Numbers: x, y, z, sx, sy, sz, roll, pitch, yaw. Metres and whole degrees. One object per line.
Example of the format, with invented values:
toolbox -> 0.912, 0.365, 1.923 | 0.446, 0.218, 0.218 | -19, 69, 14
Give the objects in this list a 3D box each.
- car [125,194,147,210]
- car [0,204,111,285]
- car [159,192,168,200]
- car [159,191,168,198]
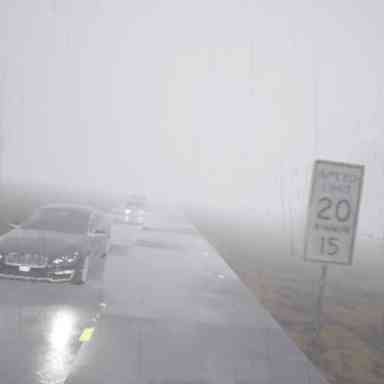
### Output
car -> -5.407, 0.931, 32.965 | 2.033, 1.411, 5.357 | 7, 0, -5
car -> -3.229, 1.118, 8.467 | 1.837, 1.490, 4.892 | 7, 0, -5
car -> -6.027, 0.817, 71.286 | 1.837, 1.490, 4.892 | 7, 0, -5
car -> -7.424, 0.688, 86.822 | 1.994, 1.385, 4.181 | 7, 0, -5
